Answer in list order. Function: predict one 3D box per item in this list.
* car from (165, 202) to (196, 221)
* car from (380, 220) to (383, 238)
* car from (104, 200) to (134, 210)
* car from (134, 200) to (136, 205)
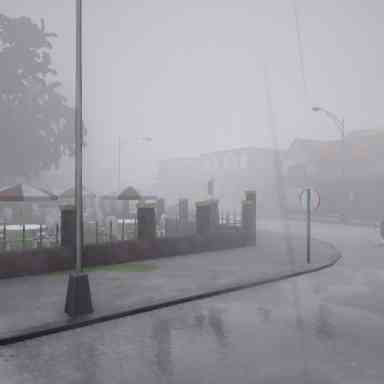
[{"bbox_3d":[-0.219,1.548,27.831,2.033,1.411,5.357,0,0,-36],"label":"car"},{"bbox_3d":[8.661,1.492,11.954,2.128,1.511,4.902,1,0,5],"label":"car"},{"bbox_3d":[-9.222,1.503,40.453,1.837,1.490,4.892,0,0,-35],"label":"car"},{"bbox_3d":[-10.009,1.478,48.739,1.882,1.535,5.008,0,0,-35],"label":"car"}]
